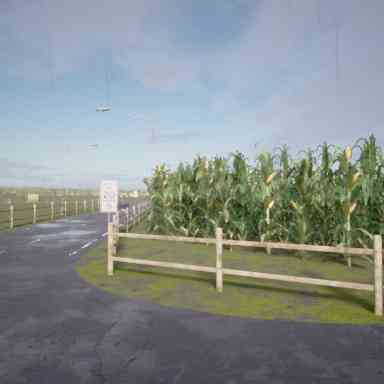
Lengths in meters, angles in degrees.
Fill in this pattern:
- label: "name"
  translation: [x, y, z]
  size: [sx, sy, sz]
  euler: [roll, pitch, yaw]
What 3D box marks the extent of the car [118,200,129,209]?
- label: "car"
  translation: [-11.071, 1.876, 52.077]
  size: [1.994, 1.385, 4.181]
  euler: [1, 0, -4]
